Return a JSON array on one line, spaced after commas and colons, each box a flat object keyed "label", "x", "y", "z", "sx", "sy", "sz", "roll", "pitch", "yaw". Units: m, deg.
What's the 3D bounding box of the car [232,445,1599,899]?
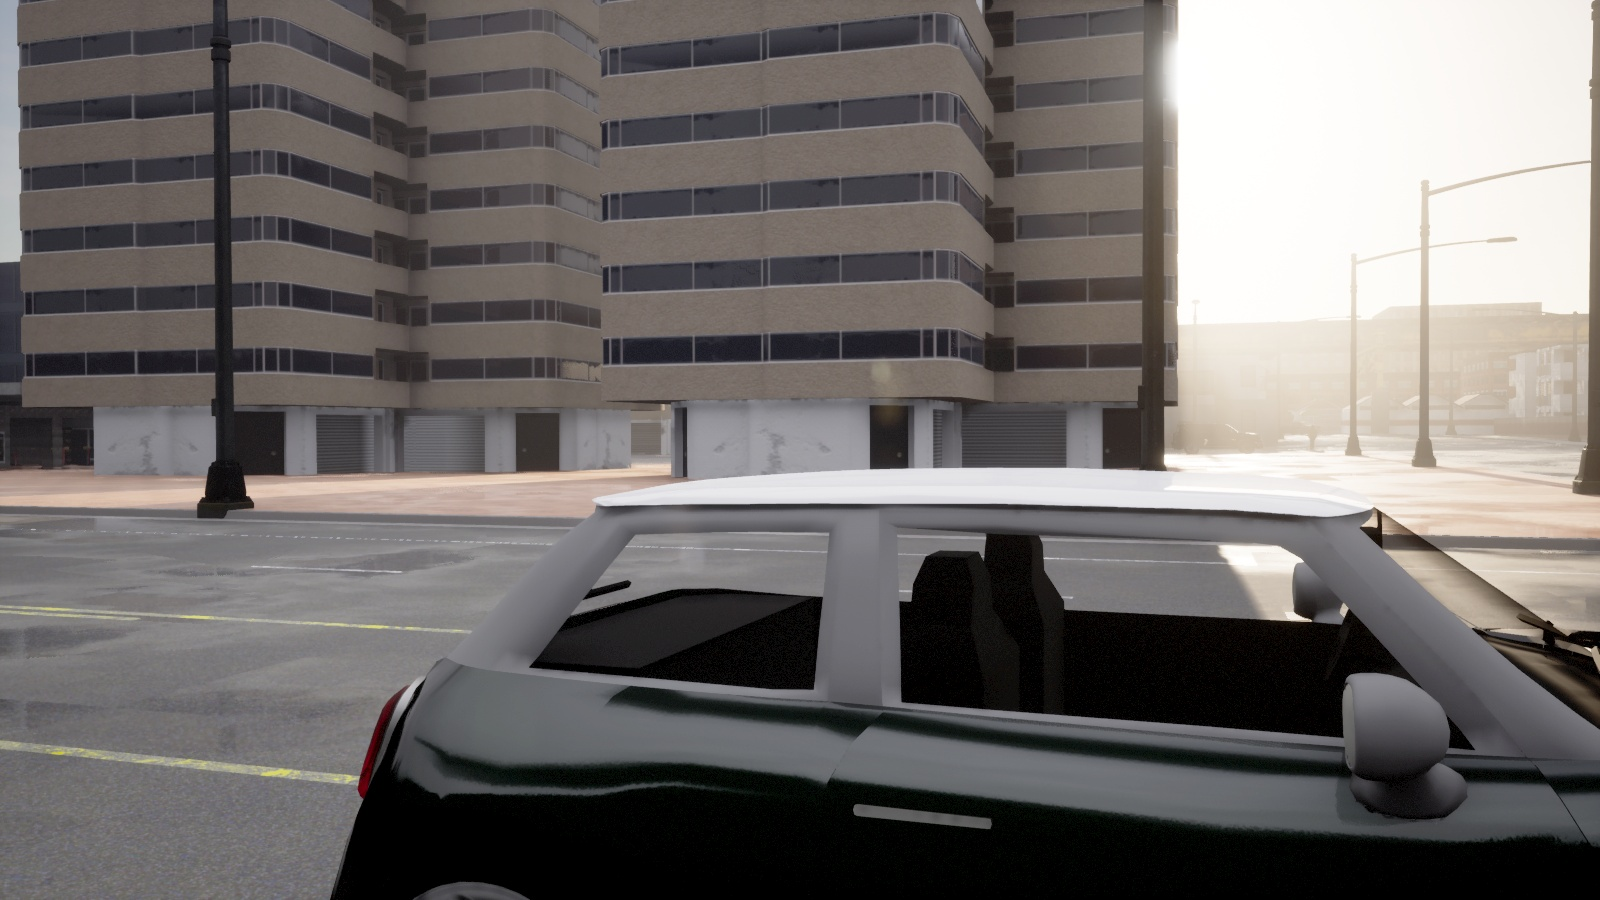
[{"label": "car", "x": 0.941, "y": 0.749, "z": 2.925, "sx": 3.806, "sy": 1.475, "sz": 1.970, "roll": 1, "pitch": 1, "yaw": 19}]

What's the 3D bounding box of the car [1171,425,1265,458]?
[{"label": "car", "x": 26.376, "y": -0.517, "z": 79.477, "sx": 5.566, "sy": 2.045, "sz": 2.150, "roll": 0, "pitch": 1, "yaw": 17}]

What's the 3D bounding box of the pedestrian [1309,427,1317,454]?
[{"label": "pedestrian", "x": 35.866, "y": -0.660, "z": 87.817, "sx": 0.431, "sy": 1.840, "sz": 0.709, "roll": 0, "pitch": 1, "yaw": 13}]
